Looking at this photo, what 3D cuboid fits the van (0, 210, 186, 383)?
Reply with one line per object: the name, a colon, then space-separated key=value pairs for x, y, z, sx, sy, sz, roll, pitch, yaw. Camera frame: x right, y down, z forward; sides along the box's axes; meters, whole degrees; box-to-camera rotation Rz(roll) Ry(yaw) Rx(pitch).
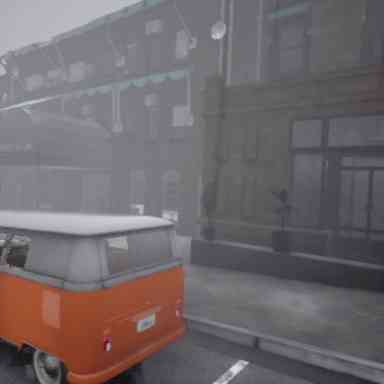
van: x=-2.307 y=1.298 z=5.180 sx=4.442 sy=1.987 sz=1.878 roll=-1 pitch=0 yaw=36
